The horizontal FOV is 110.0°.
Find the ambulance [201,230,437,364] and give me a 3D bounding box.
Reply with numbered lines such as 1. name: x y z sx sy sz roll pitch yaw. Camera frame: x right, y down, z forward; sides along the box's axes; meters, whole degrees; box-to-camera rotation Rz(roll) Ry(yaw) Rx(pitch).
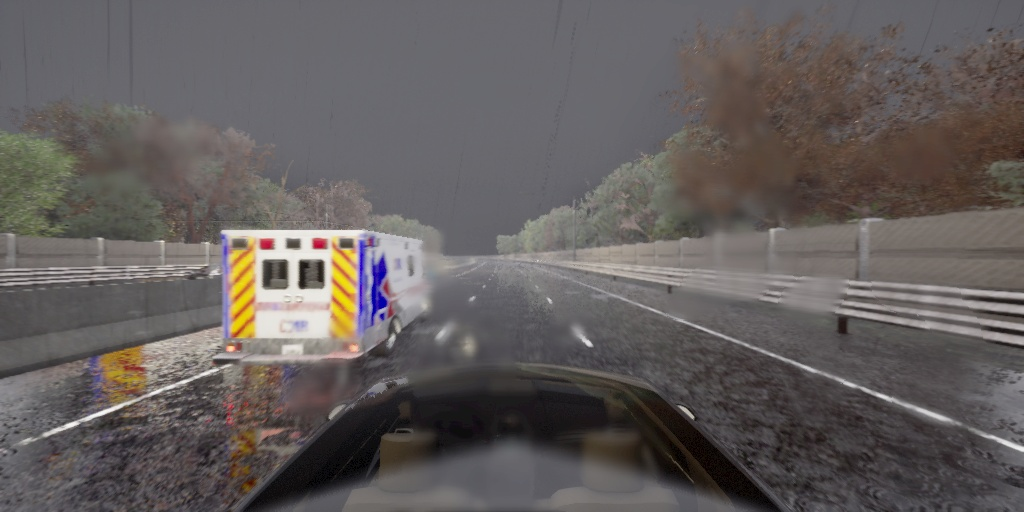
1. ambulance: -3.516 0.805 8.632 2.351 2.431 6.366 0 0 0

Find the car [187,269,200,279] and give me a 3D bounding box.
1. car: -21.225 1.175 26.456 2.097 1.767 4.553 0 0 -1
